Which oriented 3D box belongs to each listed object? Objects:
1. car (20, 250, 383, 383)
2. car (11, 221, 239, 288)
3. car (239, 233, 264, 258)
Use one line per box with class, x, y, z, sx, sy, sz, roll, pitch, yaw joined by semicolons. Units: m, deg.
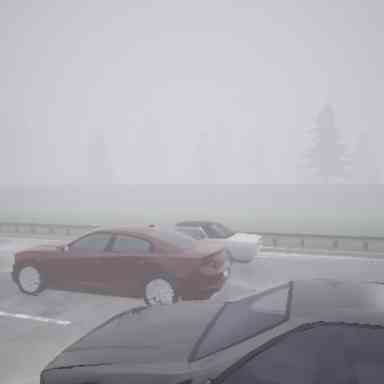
car;1.356;1.547;2.784;5.357;1.411;2.033;0;0;18
car;-1.658;1.475;7.483;5.008;1.535;1.882;0;0;19
car;-0.180;1.597;10.679;4.718;1.301;1.895;0;0;19
